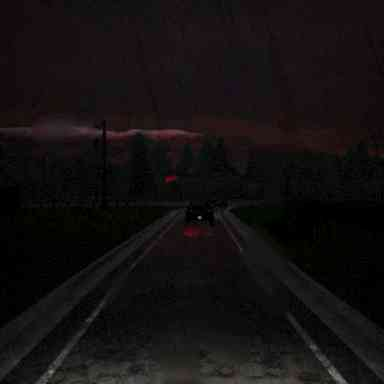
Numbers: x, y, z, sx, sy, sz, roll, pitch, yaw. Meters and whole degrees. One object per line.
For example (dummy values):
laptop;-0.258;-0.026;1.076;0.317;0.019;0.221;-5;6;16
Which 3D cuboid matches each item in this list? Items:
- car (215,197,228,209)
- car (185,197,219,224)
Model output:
car;3.247;1.304;42.024;1.812;1.442;4.674;0;0;18
car;0.566;1.369;23.238;2.128;1.511;4.902;0;0;2
